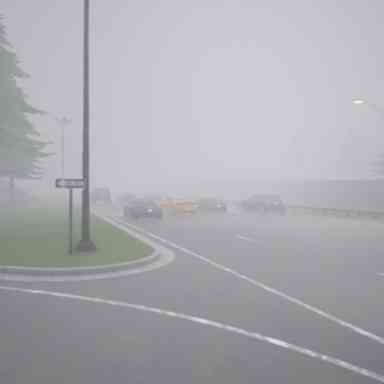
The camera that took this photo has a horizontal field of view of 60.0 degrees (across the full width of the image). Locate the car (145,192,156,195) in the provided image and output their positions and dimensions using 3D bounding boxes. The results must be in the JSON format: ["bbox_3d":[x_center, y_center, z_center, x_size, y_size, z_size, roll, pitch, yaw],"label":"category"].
[{"bbox_3d":[-5.496,0.728,45.262,2.128,1.511,4.902,0,1,-24],"label":"car"}]

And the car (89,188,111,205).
[{"bbox_3d":[-11.605,0.463,41.776,2.150,2.045,5.566,0,1,-24],"label":"car"}]

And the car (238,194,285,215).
[{"bbox_3d":[5.842,0.948,28.413,2.097,1.767,4.553,0,1,-24],"label":"car"}]

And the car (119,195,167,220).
[{"bbox_3d":[-3.599,1.156,23.800,1.994,1.385,4.181,0,1,-24],"label":"car"}]

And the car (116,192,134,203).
[{"bbox_3d":[-8.742,0.735,43.949,1.837,1.490,4.892,0,1,-24],"label":"car"}]

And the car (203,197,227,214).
[{"bbox_3d":[1.437,1.103,29.694,1.994,1.385,4.181,0,1,-24],"label":"car"}]

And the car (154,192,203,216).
[{"bbox_3d":[-1.243,1.036,27.113,1.882,1.535,5.008,0,1,-24],"label":"car"}]

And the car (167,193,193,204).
[{"bbox_3d":[-1.715,0.866,45.376,1.895,1.301,4.718,0,1,-24],"label":"car"}]
